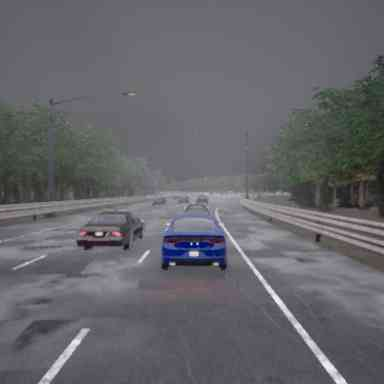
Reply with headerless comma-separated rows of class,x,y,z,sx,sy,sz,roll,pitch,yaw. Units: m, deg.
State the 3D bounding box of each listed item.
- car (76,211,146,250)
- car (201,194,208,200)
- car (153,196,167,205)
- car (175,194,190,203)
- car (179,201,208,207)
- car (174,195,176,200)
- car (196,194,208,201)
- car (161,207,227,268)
car,-3.278,1.544,14.396,2.033,1.411,5.357,0,0,1
car,3.175,1.322,84.948,1.882,1.535,5.008,0,0,3
car,-5.301,1.418,55.465,2.128,1.511,4.902,0,0,3
car,-1.423,1.397,62.507,2.128,1.511,4.902,0,0,3
car,0.332,1.564,23.965,1.994,1.385,4.181,0,0,1
car,-3.676,1.356,88.139,1.812,1.442,4.674,0,0,3
car,1.911,1.265,61.044,2.097,1.767,4.553,0,0,3
car,0.087,1.478,11.254,1.882,1.535,5.008,0,0,1
